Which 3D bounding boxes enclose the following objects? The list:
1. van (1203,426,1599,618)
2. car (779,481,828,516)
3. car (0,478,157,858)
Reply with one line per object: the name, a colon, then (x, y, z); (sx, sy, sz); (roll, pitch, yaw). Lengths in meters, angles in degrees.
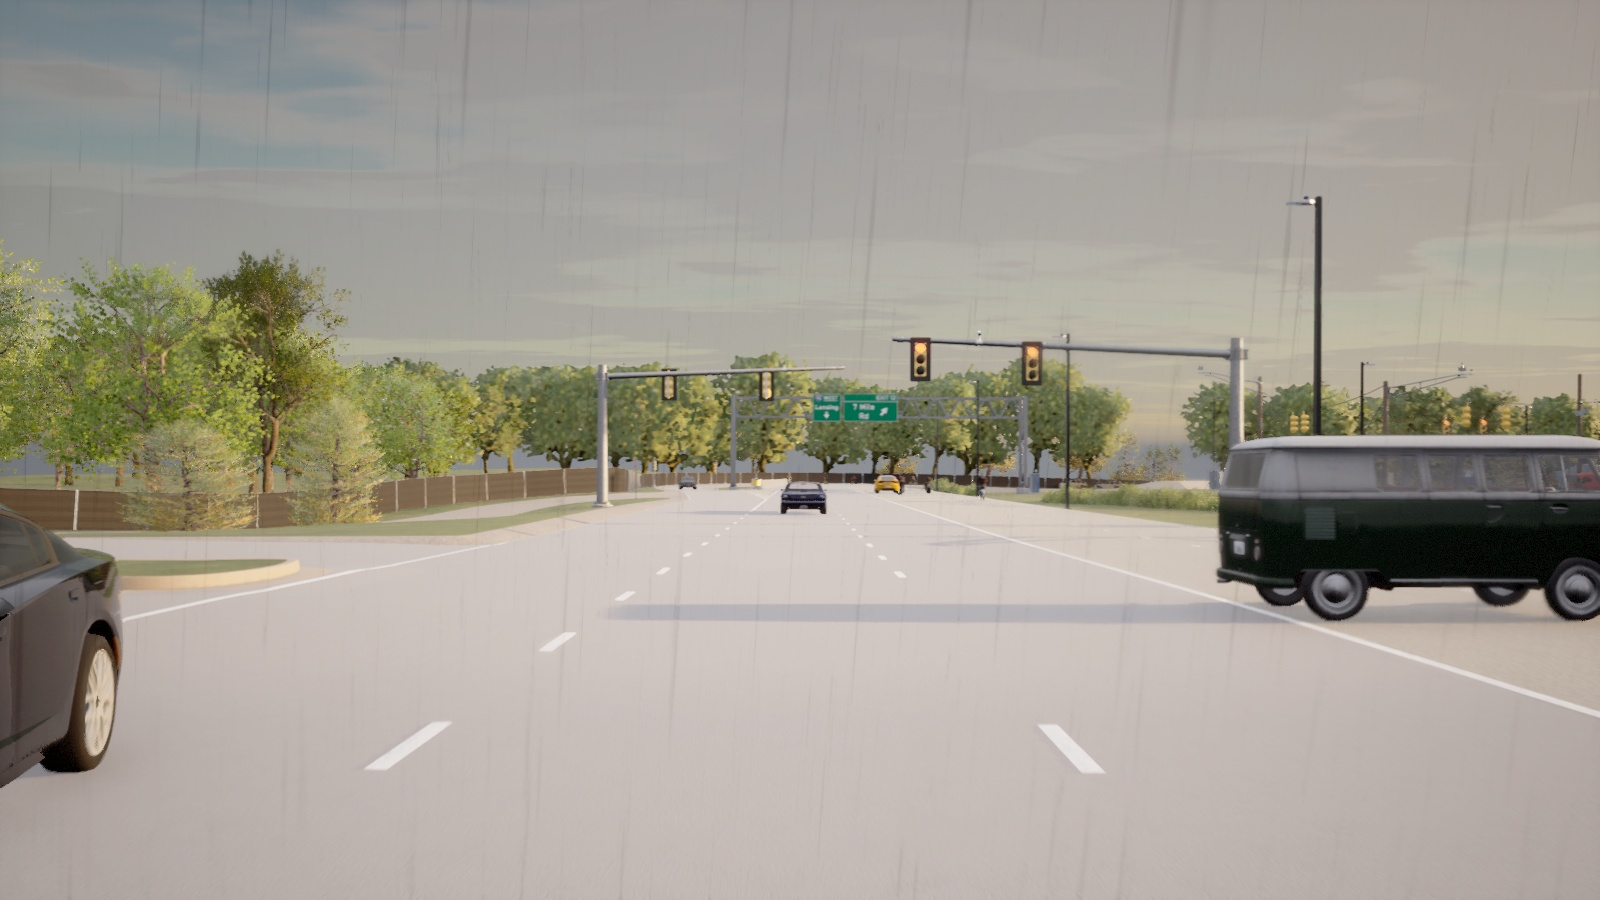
van: (7.019, 0.770, 14.020); (4.442, 1.987, 1.775); (0, -1, 0)
car: (0.136, 1.940, 51.253); (1.895, 1.301, 4.718); (0, -1, 0)
car: (-4.171, 0.890, 4.894); (1.882, 1.535, 5.008); (0, -1, -14)
